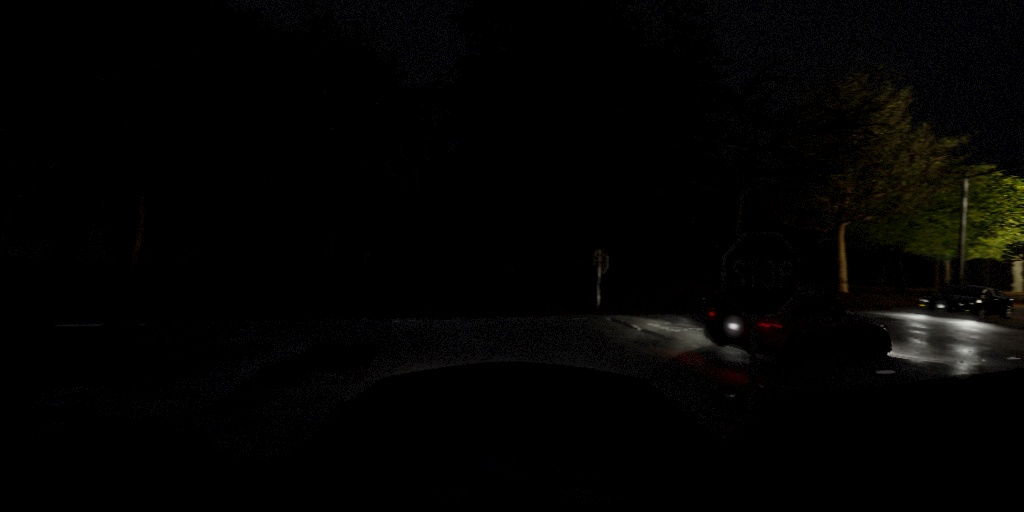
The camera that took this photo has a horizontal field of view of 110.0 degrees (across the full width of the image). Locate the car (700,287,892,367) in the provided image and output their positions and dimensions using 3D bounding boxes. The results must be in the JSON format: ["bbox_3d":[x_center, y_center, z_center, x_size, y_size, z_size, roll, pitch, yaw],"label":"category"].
[{"bbox_3d":[6.822,1.616,8.619,4.181,1.385,1.994,2,1,-18],"label":"car"}]

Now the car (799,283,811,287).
[{"bbox_3d":[9.052,1.584,12.654,5.008,1.535,1.882,2,1,-19],"label":"car"}]

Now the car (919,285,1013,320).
[{"bbox_3d":[21.990,2.169,17.350,4.892,1.490,1.837,2,1,-21],"label":"car"}]
